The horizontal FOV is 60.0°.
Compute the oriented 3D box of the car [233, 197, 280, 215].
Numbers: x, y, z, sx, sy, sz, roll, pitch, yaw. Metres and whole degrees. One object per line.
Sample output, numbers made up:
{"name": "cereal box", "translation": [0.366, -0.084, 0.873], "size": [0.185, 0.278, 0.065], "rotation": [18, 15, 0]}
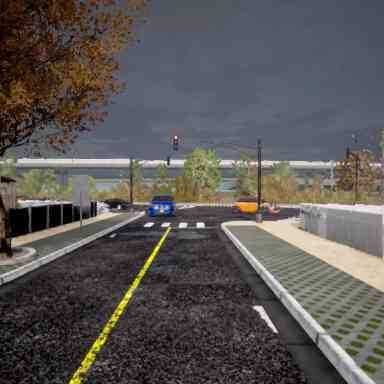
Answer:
{"name": "car", "translation": [6.435, 1.320, 33.496], "size": [4.553, 1.767, 2.097], "rotation": [0, 2, 36]}

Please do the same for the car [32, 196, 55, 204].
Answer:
{"name": "car", "translation": [-30.570, 1.623, 68.506], "size": [4.902, 1.511, 2.128], "rotation": [-1, 2, 36]}

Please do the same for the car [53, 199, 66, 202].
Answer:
{"name": "car", "translation": [-21.879, 1.815, 54.074], "size": [4.718, 1.301, 1.895], "rotation": [-1, 2, 36]}

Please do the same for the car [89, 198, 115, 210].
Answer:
{"name": "car", "translation": [-12.692, 1.754, 43.370], "size": [4.674, 1.442, 1.812], "rotation": [0, 2, 36]}

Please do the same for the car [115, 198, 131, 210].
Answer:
{"name": "car", "translation": [-10.415, 1.593, 45.738], "size": [5.008, 1.535, 1.882], "rotation": [0, 2, 36]}

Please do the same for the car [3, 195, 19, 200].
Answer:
{"name": "car", "translation": [-33.149, 1.535, 62.339], "size": [5.566, 2.045, 2.150], "rotation": [-1, 2, 36]}

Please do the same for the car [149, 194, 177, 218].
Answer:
{"name": "car", "translation": [-2.556, 1.194, 30.218], "size": [2.150, 2.045, 5.566], "rotation": [1, 1, -2]}

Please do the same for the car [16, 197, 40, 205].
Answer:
{"name": "car", "translation": [-32.480, 1.738, 65.882], "size": [4.902, 1.511, 2.128], "rotation": [-1, 2, 36]}

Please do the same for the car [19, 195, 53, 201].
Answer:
{"name": "car", "translation": [-24.403, 1.684, 51.878], "size": [4.553, 1.767, 2.097], "rotation": [-1, 1, 36]}

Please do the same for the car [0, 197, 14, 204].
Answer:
{"name": "car", "translation": [-40.918, 1.732, 71.998], "size": [5.357, 1.411, 2.033], "rotation": [-1, 2, 36]}

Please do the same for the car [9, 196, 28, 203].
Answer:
{"name": "car", "translation": [-39.011, 1.583, 74.626], "size": [4.892, 1.490, 1.837], "rotation": [-1, 2, 36]}
